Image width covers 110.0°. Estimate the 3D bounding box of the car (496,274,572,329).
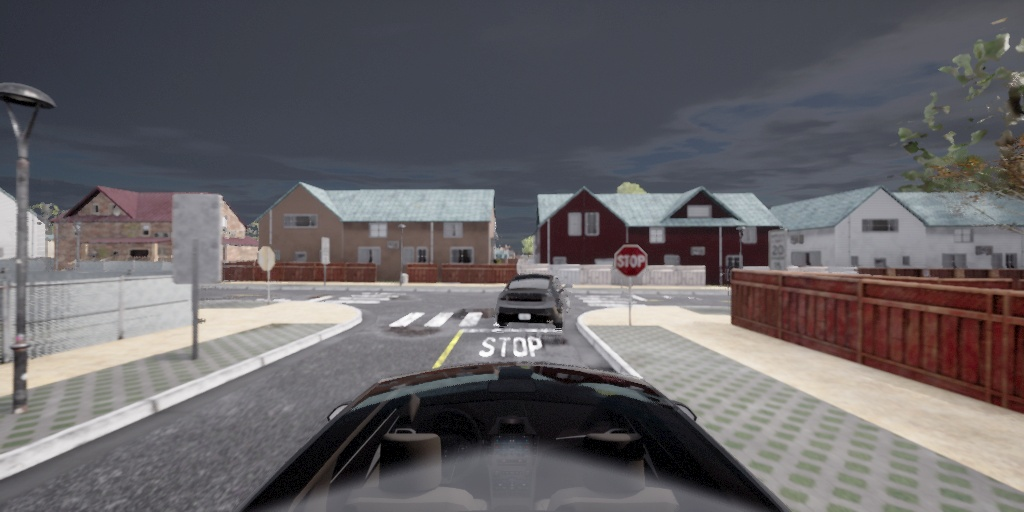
[{"bbox_3d":[0.818,1.315,11.579,1.837,1.490,4.892,0,0,12],"label":"car"}]
